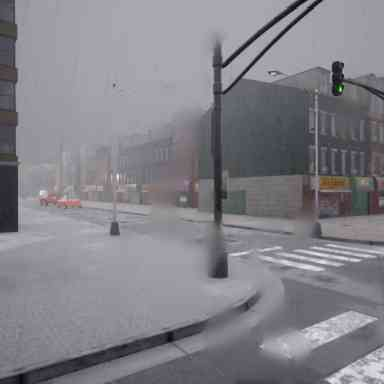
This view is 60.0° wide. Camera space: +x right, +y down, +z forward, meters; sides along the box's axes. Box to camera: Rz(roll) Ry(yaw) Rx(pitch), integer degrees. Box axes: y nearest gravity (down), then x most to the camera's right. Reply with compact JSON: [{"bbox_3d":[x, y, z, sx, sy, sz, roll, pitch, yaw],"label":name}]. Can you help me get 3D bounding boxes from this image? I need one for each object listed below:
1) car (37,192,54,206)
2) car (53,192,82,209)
[{"bbox_3d":[-21.631,1.045,50.922,2.150,2.045,5.566,0,0,-36],"label":"car"},{"bbox_3d":[-15.891,1.206,42.983,2.097,1.767,4.553,0,0,-36],"label":"car"}]
